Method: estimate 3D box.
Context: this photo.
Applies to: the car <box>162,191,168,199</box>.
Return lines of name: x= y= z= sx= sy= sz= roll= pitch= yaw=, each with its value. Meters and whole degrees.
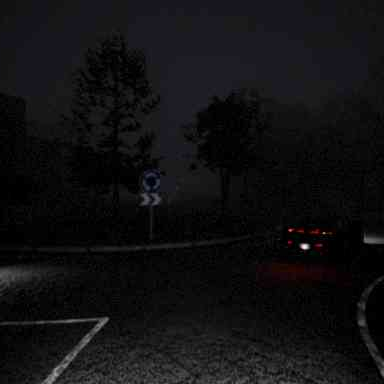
car: x=-5.333 y=0.804 z=54.456 sx=1.882 sy=1.535 sz=5.008 roll=0 pitch=0 yaw=-3

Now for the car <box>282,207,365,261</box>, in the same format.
car: x=4.704 y=1.303 z=11.667 sx=1.837 sy=1.490 sz=4.892 roll=1 pitch=1 yaw=36

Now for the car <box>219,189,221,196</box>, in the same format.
car: x=11.131 y=0.268 z=93.439 sx=5.566 sy=2.045 sz=2.435 roll=0 pitch=0 yaw=-4

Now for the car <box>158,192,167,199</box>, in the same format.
car: x=-6.417 y=0.683 z=72.273 sx=1.837 sy=1.490 sz=4.892 roll=0 pitch=0 yaw=-4

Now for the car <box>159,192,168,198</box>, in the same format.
car: x=-6.882 y=0.602 z=79.791 sx=1.994 sy=1.385 sz=4.181 roll=0 pitch=0 yaw=-4

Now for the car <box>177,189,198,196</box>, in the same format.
car: x=-1.179 y=0.230 z=89.468 sx=5.566 sy=2.045 sz=2.435 roll=0 pitch=0 yaw=-4

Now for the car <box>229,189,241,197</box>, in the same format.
car: x=11.529 y=0.433 z=87.674 sx=4.553 sy=1.767 sz=2.185 roll=0 pitch=1 yaw=-4

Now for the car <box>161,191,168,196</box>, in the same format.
car: x=-7.707 y=0.360 z=92.686 sx=1.812 sy=1.442 sz=4.674 roll=0 pitch=1 yaw=-4
